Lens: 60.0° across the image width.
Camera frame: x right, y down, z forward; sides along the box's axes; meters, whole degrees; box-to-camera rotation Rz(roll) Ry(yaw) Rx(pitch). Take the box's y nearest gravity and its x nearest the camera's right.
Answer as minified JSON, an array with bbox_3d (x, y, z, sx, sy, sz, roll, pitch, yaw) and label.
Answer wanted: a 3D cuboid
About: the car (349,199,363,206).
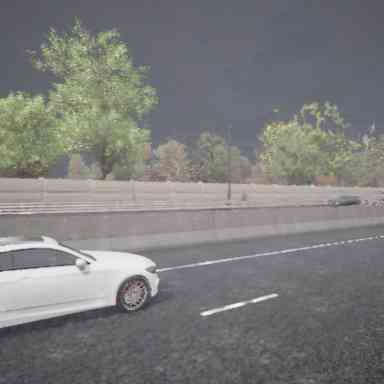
[{"bbox_3d":[21.812,1.816,41.020,4.718,1.301,1.895,0,0,-35],"label":"car"}]

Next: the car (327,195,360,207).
[{"bbox_3d":[20.429,1.440,44.323,5.566,2.045,2.150,0,0,-35],"label":"car"}]

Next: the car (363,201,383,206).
[{"bbox_3d":[21.394,1.689,36.439,4.902,1.511,2.128,0,0,-35],"label":"car"}]

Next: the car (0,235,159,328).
[{"bbox_3d":[-2.848,1.531,6.013,4.674,1.442,1.812,0,0,-36],"label":"car"}]
